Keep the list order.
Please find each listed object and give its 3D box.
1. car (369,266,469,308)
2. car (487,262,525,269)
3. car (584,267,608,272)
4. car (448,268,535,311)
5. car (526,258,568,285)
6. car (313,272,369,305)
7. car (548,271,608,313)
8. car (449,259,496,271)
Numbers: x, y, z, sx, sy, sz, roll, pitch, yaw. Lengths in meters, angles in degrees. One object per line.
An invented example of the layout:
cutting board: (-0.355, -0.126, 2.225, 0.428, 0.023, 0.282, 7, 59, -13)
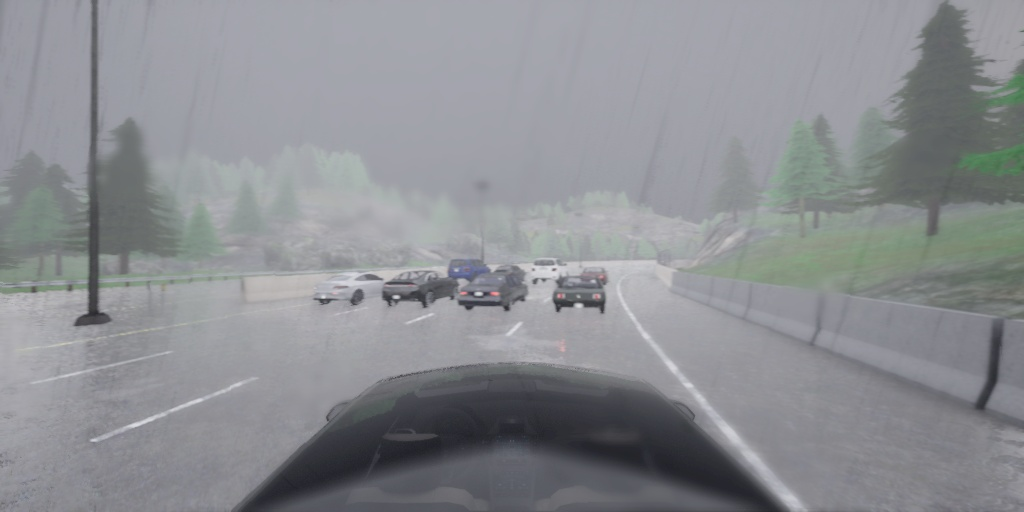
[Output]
car: (-3.948, 1.402, 16.348, 2.128, 1.511, 4.902, -1, 0, 13)
car: (-0.149, 1.507, 30.184, 1.837, 1.490, 4.892, -1, 0, 18)
car: (6.465, 1.526, 27.897, 1.895, 1.301, 4.718, -1, 0, 18)
car: (-0.616, 1.420, 15.257, 2.033, 1.411, 5.357, -1, 0, 13)
car: (3.093, 1.178, 28.864, 2.150, 2.045, 5.566, -1, 0, 17)
car: (-7.333, 1.470, 17.230, 1.812, 1.442, 4.674, -1, 0, 14)
car: (2.822, 1.440, 14.580, 1.895, 1.301, 4.718, -1, 0, 13)
car: (-3.593, 1.250, 30.935, 2.150, 2.045, 5.566, -1, 0, 17)
